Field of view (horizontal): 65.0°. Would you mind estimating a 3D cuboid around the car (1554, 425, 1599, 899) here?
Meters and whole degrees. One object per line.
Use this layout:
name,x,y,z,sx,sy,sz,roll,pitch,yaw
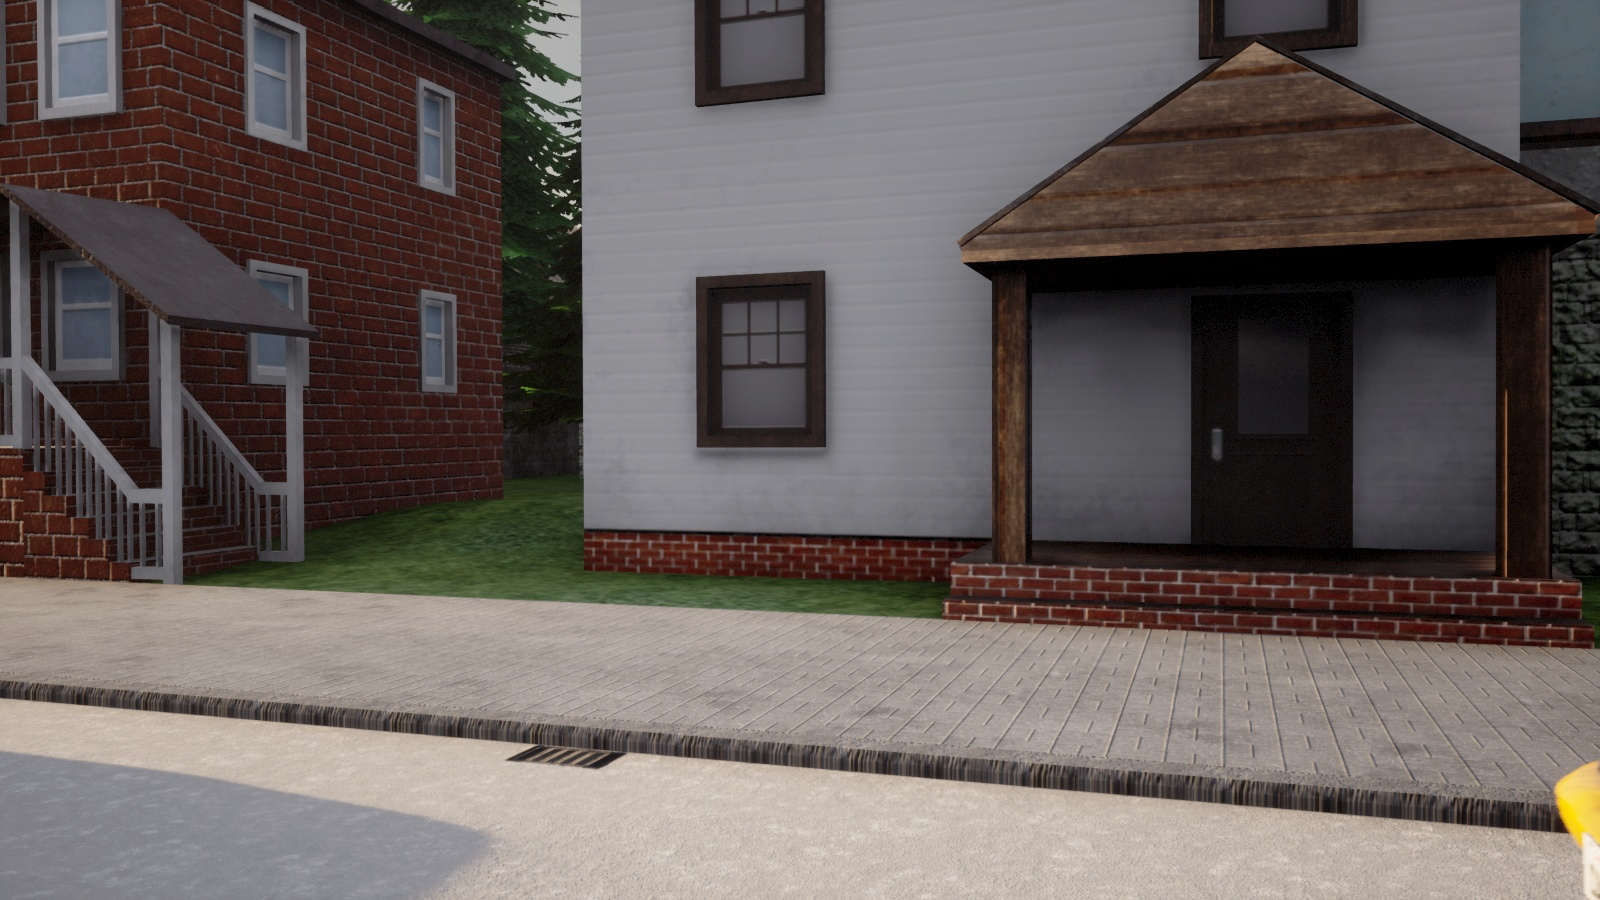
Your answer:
car,4.596,0.748,2.174,5.366,1.575,1.801,1,1,19
